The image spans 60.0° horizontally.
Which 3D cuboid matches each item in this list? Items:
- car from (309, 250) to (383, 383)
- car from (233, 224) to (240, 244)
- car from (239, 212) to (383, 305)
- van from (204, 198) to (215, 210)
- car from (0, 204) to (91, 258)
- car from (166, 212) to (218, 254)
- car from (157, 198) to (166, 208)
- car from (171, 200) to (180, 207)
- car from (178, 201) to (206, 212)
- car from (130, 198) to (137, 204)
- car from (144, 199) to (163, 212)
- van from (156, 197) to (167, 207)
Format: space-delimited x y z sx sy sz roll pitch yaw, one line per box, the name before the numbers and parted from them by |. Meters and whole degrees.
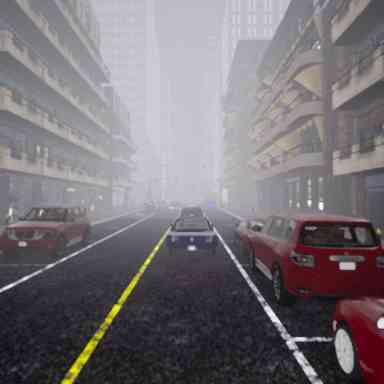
car | 2.704 1.573 2.644 1.887 1.381 4.507 1 -1 0
car | 2.702 1.720 13.724 1.802 1.307 4.206 1 -1 0
car | 2.708 1.398 8.187 2.192 1.841 5.009 1 -1 0
van | 2.700 1.860 52.507 1.690 1.788 3.998 1 -1 0
car | -5.674 1.452 13.673 2.192 1.841 5.009 1 -1 0
car | 0.001 1.743 14.127 1.895 1.301 4.718 0 -1 0
car | -5.652 2.100 52.451 1.802 1.307 4.206 1 -1 0
car | -3.038 2.236 64.420 1.895 1.301 4.718 0 -1 1
car | 0.003 1.771 29.480 1.882 1.535 5.008 0 0 0
car | -16.505 2.346 86.175 4.097 1.590 1.967 0 -2 0
car | -5.650 2.015 46.910 2.008 1.369 4.403 1 -1 0
van | -5.819 1.968 63.533 1.690 1.788 3.998 1 -1 0
